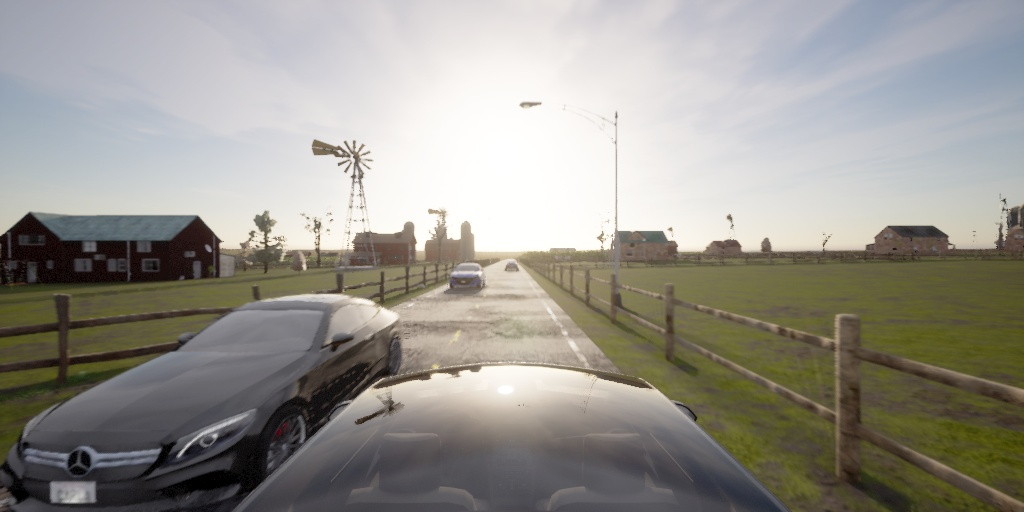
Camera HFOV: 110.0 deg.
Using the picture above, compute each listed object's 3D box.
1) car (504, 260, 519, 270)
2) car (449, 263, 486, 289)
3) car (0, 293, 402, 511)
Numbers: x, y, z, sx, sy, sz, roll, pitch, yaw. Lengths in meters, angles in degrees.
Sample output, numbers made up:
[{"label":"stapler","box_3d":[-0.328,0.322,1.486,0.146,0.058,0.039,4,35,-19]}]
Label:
[{"label":"car","box_3d":[-0.033,1.302,51.763,1.812,1.442,4.674,0,0,0]},{"label":"car","box_3d":[-2.793,1.229,23.279,1.882,1.535,5.008,0,0,0]},{"label":"car","box_3d":[-2.834,1.275,4.652,1.812,1.442,4.674,0,0,0]}]
